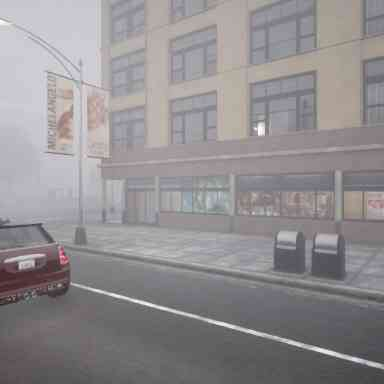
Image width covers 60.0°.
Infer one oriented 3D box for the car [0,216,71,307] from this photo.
[{"bbox_3d":[-4.763,1.352,7.369,4.553,1.767,2.097,0,0,36],"label":"car"}]
